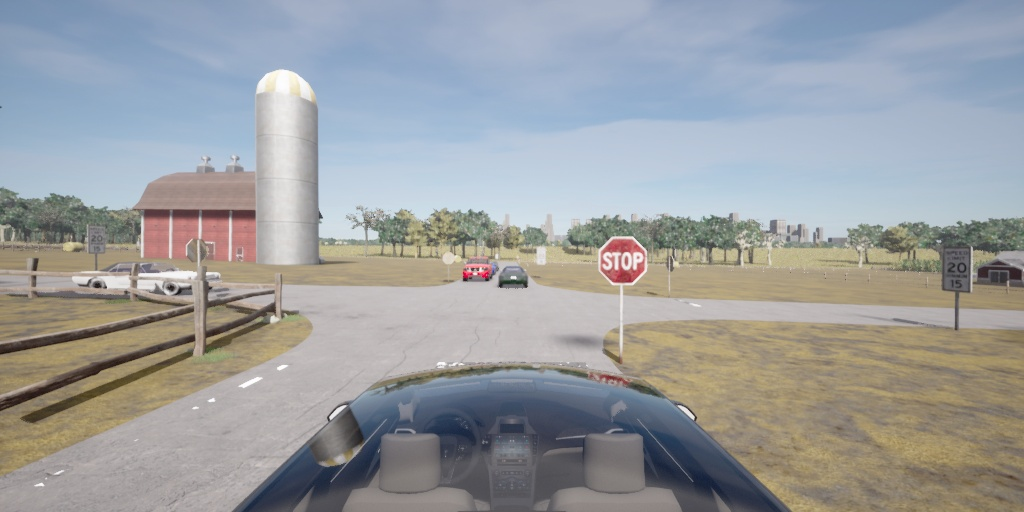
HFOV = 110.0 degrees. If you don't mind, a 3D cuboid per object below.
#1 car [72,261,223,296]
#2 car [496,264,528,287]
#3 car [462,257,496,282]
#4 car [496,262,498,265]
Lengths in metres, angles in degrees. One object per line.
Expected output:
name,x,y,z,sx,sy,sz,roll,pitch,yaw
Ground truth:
car,-15.337,0.918,15.327,4.718,1.301,1.895,2,1,-1
car,0.088,1.392,25.365,1.994,1.385,4.181,0,0,0
car,-2.891,1.088,31.169,2.150,2.045,5.566,0,0,1
car,-2.874,1.420,41.508,1.882,1.535,5.008,0,0,0
